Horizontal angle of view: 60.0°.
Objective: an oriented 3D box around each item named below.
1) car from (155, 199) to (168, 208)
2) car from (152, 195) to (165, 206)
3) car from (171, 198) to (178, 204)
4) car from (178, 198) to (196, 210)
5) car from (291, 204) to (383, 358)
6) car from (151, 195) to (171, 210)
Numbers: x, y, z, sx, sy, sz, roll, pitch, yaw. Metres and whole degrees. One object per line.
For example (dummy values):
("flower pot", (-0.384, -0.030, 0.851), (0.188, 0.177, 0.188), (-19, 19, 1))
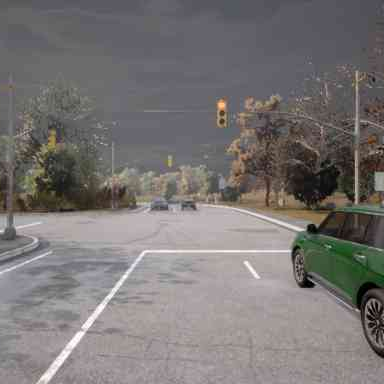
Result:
("car", (-4.960, 1.766, 53.263), (2.033, 1.411, 5.357), (0, -1, -6))
("car", (-6.479, 1.662, 63.628), (2.150, 2.045, 5.566), (0, -1, -10))
("car", (-4.670, 2.359, 83.025), (2.128, 1.511, 4.902), (0, -1, -22))
("car", (-0.550, 1.591, 44.639), (1.837, 1.490, 4.892), (0, -1, -3))
("car", (3.581, 1.221, 6.105), (2.150, 2.045, 5.566), (0, 0, 0))
("car", (-4.167, 1.425, 43.060), (2.097, 1.767, 4.553), (0, -1, -3))
